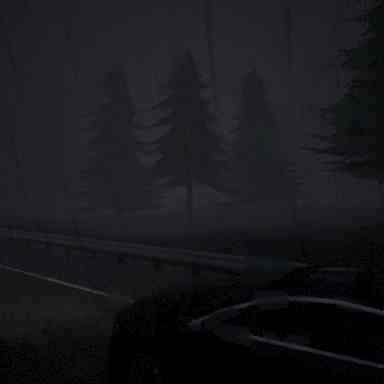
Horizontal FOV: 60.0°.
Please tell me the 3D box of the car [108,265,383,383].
[{"bbox_3d":[1.265,1.503,3.155,4.902,1.511,2.128,-1,0,36],"label":"car"}]
